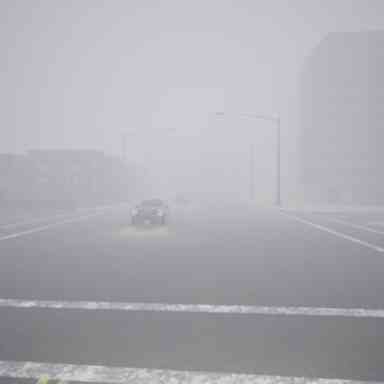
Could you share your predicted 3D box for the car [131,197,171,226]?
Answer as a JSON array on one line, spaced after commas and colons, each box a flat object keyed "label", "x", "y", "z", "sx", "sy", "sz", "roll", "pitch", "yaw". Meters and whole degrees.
[{"label": "car", "x": -2.638, "y": 1.205, "z": 22.154, "sx": 2.097, "sy": 1.767, "sz": 4.553, "roll": 0, "pitch": 1, "yaw": 2}]

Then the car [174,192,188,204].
[{"label": "car", "x": -1.556, "y": 0.867, "z": 48.480, "sx": 1.882, "sy": 1.535, "sz": 5.008, "roll": 0, "pitch": 1, "yaw": 2}]

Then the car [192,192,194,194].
[{"label": "car", "x": -0.440, "y": 0.322, "z": 75.577, "sx": 1.994, "sy": 1.385, "sz": 4.181, "roll": 0, "pitch": 1, "yaw": 2}]
